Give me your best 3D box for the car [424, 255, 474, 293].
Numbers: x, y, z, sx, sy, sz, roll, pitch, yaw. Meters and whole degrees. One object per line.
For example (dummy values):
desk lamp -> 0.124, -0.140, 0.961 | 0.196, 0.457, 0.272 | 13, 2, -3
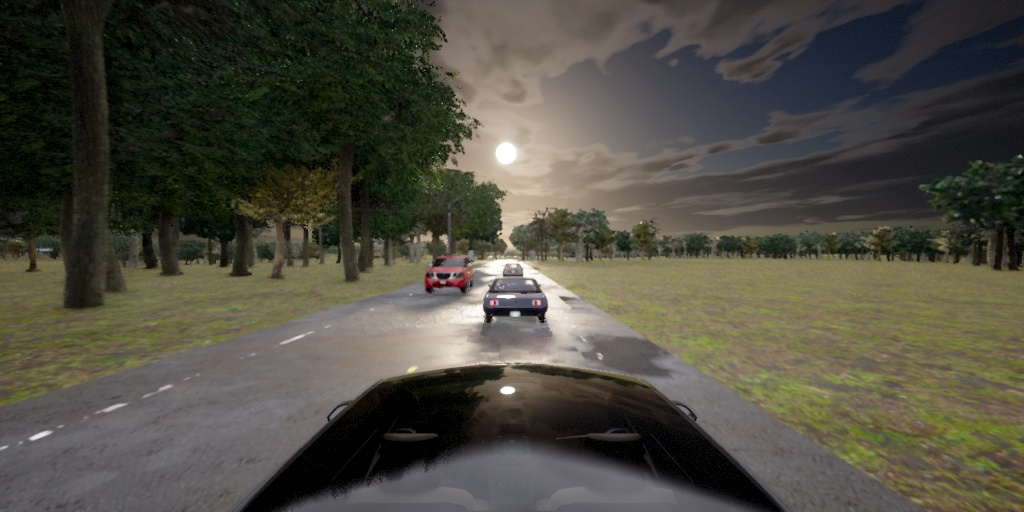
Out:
car -> -3.501, 0.978, 20.964 | 2.150, 2.045, 5.566 | 0, 0, 0

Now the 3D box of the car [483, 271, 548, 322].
car -> 0.097, 1.355, 12.359 | 1.895, 1.301, 4.718 | 0, 0, 0

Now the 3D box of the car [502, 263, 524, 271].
car -> 0.095, 1.308, 30.987 | 2.033, 1.411, 5.357 | 0, 0, 0
